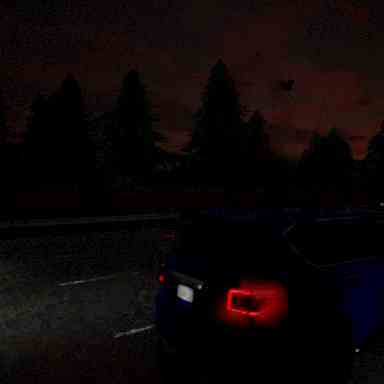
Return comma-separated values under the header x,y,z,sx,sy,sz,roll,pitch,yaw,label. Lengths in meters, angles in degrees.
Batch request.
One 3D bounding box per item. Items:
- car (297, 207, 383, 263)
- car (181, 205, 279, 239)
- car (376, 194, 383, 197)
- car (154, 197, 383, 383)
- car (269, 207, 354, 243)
x,y,z,sx,sy,sz,roll,pitch,yaw,label
6.354,1.450,12.582,5.008,1.535,1.882,0,0,-36,car
2.187,1.520,18.207,5.357,1.411,2.033,0,0,-36,car
18.282,1.151,29.694,5.566,2.045,2.150,0,0,-36,car
2.107,1.211,5.251,5.566,2.045,2.150,0,0,-35,car
6.026,1.532,16.647,4.181,1.385,1.994,0,0,-36,car
